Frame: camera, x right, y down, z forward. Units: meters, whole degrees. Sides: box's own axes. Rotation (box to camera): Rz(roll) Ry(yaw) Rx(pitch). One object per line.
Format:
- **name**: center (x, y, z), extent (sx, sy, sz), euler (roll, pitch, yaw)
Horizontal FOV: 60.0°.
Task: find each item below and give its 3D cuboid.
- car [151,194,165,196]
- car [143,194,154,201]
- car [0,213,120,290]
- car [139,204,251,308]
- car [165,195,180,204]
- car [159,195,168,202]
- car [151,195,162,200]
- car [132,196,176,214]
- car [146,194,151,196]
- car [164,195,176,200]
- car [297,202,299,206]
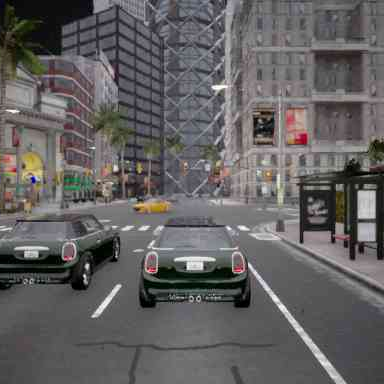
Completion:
- **car**: center (-6.981, 1.525, 70.499), extent (2.128, 1.511, 4.902), euler (0, 0, 0)
- **car**: center (-10.475, 1.355, 80.750), extent (2.097, 1.767, 4.553), euler (0, 0, 0)
- **car**: center (-3.427, 1.352, 9.247), extent (2.097, 1.767, 4.553), euler (0, 0, 0)
- **car**: center (0.066, 1.352, 8.104), extent (2.097, 1.767, 4.553), euler (0, 0, 0)
- **car**: center (-3.307, 1.352, 61.221), extent (2.097, 1.767, 4.553), euler (0, 0, -2)
- **car**: center (-6.976, 1.524, 80.676), extent (1.812, 1.442, 4.674), euler (0, 0, 0)
- **car**: center (-9.632, 1.595, 90.920), extent (1.895, 1.301, 4.718), euler (0, 0, 10)
- **car**: center (-4.238, 1.478, 35.143), extent (1.882, 1.535, 5.008), euler (-1, 0, 33)
- **car**: center (-10.481, 1.595, 70.455), extent (1.895, 1.301, 4.718), euler (0, 0, 0)
- **car**: center (-6.011, 1.540, 91.213), extent (2.033, 1.411, 5.357), euler (0, 0, 10)
- **car**: center (17.781, 1.547, 47.115), extent (5.357, 1.411, 2.033), euler (0, 0, 0)
